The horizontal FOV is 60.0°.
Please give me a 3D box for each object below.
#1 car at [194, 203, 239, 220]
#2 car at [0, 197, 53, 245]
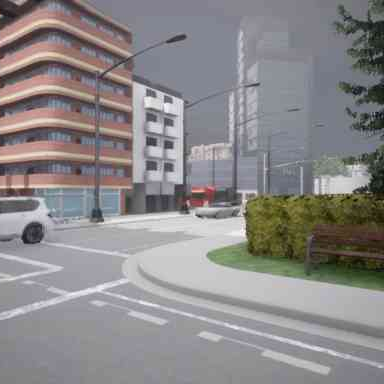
[{"bbox_3d":[2.192,1.600,28.581,1.895,1.301,4.718,0,0,36],"label":"car"},{"bbox_3d":[-8.340,1.222,13.266,2.150,2.045,5.566,0,0,30],"label":"car"}]
